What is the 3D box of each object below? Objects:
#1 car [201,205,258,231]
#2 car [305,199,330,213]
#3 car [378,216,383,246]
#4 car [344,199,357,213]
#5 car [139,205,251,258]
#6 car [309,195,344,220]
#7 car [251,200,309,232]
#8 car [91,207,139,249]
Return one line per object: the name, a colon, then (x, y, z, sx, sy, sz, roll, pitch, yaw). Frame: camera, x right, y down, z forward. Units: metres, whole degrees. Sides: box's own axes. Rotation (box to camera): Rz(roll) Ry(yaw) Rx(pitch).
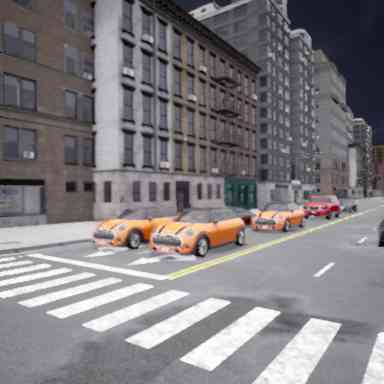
car: (2.599, 1.675, 22.289, 1.994, 1.385, 4.181, -1, 0, 35)
car: (15.364, 1.654, 40.549, 1.812, 1.442, 4.674, -1, -1, 35)
car: (9.322, 1.502, 14.514, 1.837, 1.490, 4.892, -1, -1, 35)
car: (17.512, 1.583, 37.963, 2.128, 1.511, 4.902, -1, 0, 35)
car: (0.334, 1.419, 13.368, 2.097, 1.767, 4.553, -1, 0, 35)
car: (11.469, 1.306, 29.354, 2.150, 2.045, 5.566, -1, -1, 35)
car: (5.385, 1.427, 20.630, 2.097, 1.767, 4.553, -1, 0, 35)
car: (-2.346, 1.456, 15.203, 2.097, 1.767, 4.553, -1, 0, 35)
